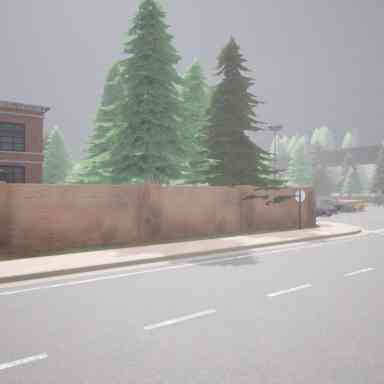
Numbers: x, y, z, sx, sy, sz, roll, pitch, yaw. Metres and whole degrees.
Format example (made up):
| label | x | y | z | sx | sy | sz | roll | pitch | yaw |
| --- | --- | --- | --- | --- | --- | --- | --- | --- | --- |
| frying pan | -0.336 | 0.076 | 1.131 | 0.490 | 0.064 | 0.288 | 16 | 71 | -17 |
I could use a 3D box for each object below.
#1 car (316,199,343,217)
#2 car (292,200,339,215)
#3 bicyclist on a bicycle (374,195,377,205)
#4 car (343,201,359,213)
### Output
| label | x | y | z | sx | sy | sz | roll | pitch | yaw |
| --- | --- | --- | --- | --- | --- | --- | --- | --- | --- |
| car | 10.892 | 1.547 | 31.274 | 2.033 | 1.411 | 5.357 | 0 | 0 | -35 |
| car | 12.802 | 1.563 | 34.644 | 1.994 | 1.385 | 4.181 | 0 | 0 | -35 |
| bicyclist on a bicycle | 30.148 | 1.301 | 54.262 | 1.656 | 1.620 | 0.582 | 0 | 0 | -35 |
| car | 15.760 | 1.491 | 36.519 | 2.128 | 1.511 | 4.902 | 0 | 0 | -35 |
